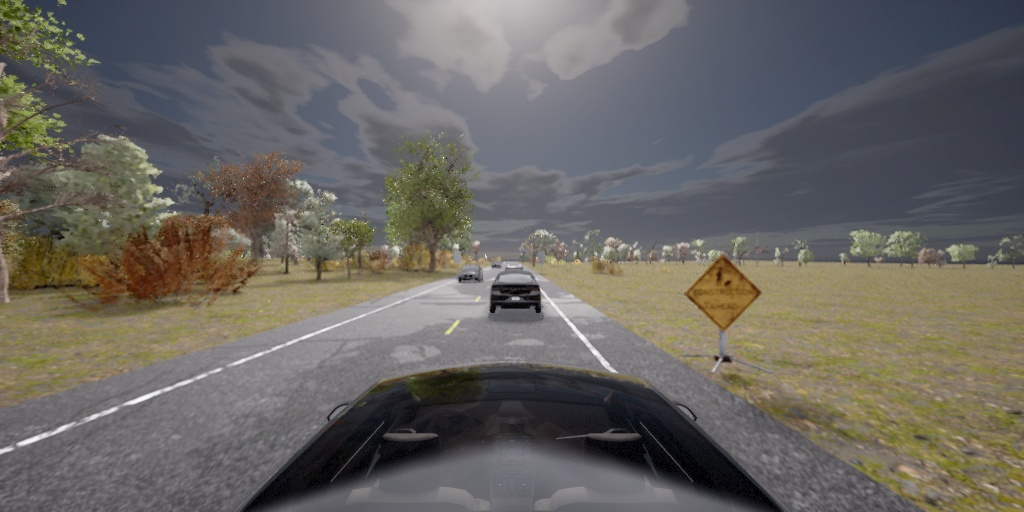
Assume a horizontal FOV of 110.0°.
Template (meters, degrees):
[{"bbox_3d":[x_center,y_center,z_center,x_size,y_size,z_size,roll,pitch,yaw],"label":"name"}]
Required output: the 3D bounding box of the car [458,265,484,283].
[{"bbox_3d":[-3.489,1.496,30.967,1.837,1.490,4.892,0,-1,0],"label":"car"}]

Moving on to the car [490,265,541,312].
[{"bbox_3d":[0.139,1.334,14.806,1.882,1.535,5.008,0,0,0],"label":"car"}]

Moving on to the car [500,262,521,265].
[{"bbox_3d":[0.224,1.518,35.354,2.128,1.511,4.902,0,0,0],"label":"car"}]

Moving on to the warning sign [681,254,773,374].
[{"bbox_3d":[3.564,0.901,6.056,1.300,1.860,1.060,0,0,0],"label":"warning sign"}]
